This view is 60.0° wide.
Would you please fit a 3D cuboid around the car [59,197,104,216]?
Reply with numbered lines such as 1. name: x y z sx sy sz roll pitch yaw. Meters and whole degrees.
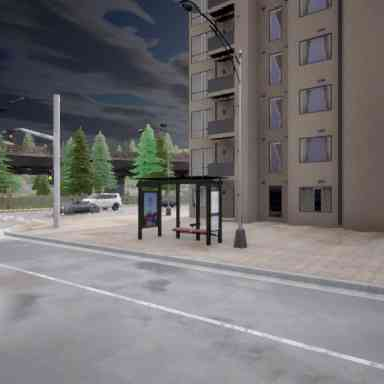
1. car: -11.015 1.508 31.866 1.994 1.385 4.181 0 0 36

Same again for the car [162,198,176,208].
1. car: -4.179 1.492 46.430 2.033 1.411 5.357 0 0 44

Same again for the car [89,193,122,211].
1. car: -10.685 1.166 38.467 2.150 2.045 5.566 0 0 37
